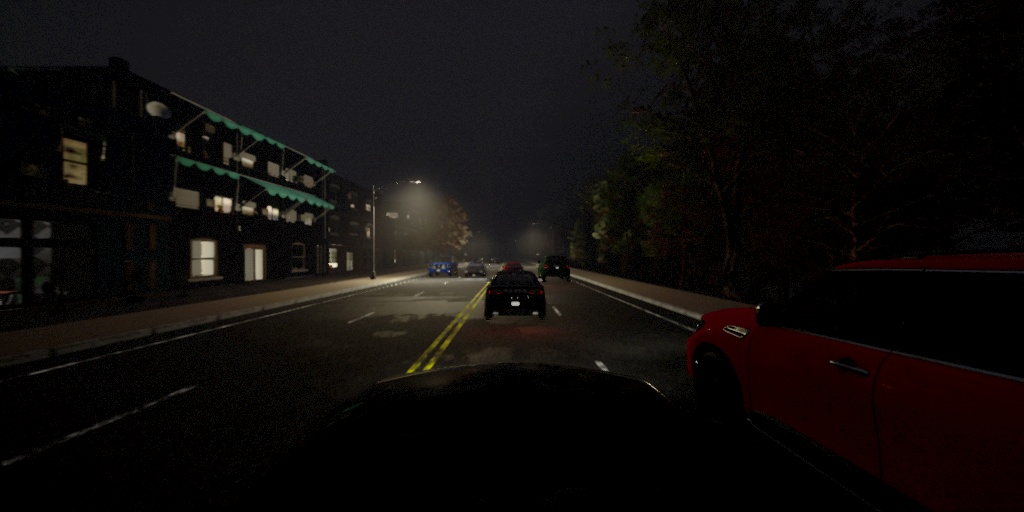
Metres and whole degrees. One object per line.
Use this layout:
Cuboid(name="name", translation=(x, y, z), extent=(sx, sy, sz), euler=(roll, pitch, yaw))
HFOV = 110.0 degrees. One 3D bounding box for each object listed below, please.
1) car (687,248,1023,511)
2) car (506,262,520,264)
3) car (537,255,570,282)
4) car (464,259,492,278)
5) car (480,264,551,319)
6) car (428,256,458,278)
Cuboid(name="car", translation=(3.361, 0.971, 2.361), extent=(2.150, 2.045, 5.566), euler=(0, 0, 0))
Cuboid(name="car", translation=(0.101, 1.267, 30.989), extent=(1.812, 1.442, 4.674), euler=(0, 0, 0))
Cuboid(name="car", translation=(3.349, 0.963, 29.236), extent=(2.150, 2.045, 5.566), euler=(0, 0, 0))
Cuboid(name="car", translation=(-3.345, 1.288, 34.111), extent=(2.033, 1.411, 5.357), euler=(0, 0, 0))
Cuboid(name="car", translation=(0.102, 1.225, 12.799), extent=(1.882, 1.535, 5.008), euler=(0, 0, 0))
Cuboid(name="car", translation=(-6.595, 0.964, 34.907), extent=(2.150, 2.045, 5.566), euler=(0, 0, 0))
